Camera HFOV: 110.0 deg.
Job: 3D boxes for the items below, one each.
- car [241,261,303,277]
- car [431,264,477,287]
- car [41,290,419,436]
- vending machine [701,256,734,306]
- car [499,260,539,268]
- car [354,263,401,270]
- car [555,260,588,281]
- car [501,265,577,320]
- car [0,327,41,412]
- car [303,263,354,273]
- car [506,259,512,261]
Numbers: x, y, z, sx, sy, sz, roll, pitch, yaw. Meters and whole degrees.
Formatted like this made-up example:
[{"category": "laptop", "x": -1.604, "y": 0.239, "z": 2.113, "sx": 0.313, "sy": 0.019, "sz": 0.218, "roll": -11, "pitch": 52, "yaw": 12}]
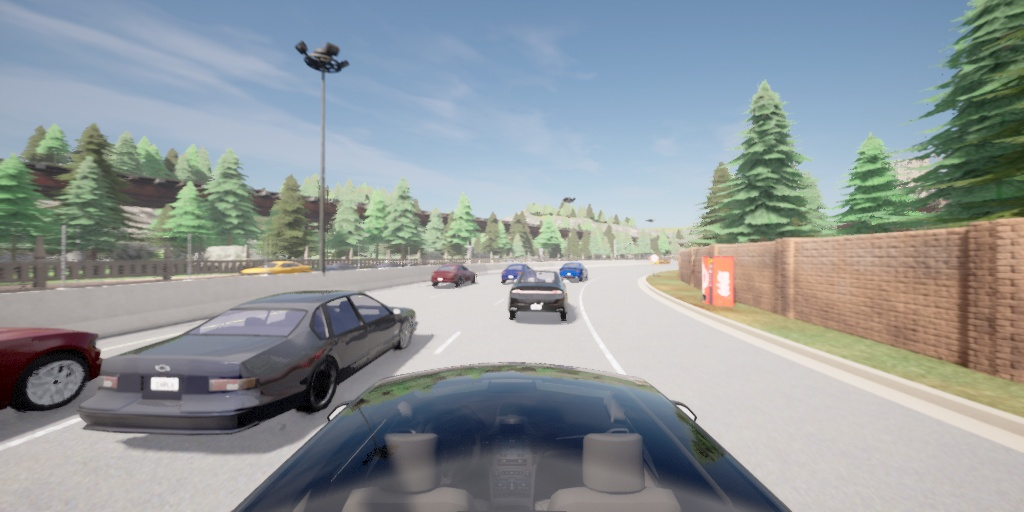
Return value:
[{"category": "car", "x": -17.738, "y": 1.157, "z": 27.170, "sx": 1.882, "sy": 1.535, "sz": 5.008, "roll": 0, "pitch": 0, "yaw": 15}, {"category": "car", "x": -3.874, "y": 1.271, "z": 24.275, "sx": 1.812, "sy": 1.442, "sz": 4.674, "roll": 0, "pitch": 0, "yaw": 13}, {"category": "car", "x": -3.221, "y": 1.284, "z": 5.974, "sx": 2.033, "sy": 1.411, "sz": 5.357, "roll": 0, "pitch": 0, "yaw": 3}, {"category": "vending machine", "x": 8.135, "y": 0.994, "z": 14.214, "sx": 1.100, "sy": 2.100, "sz": 0.880, "roll": 0, "pitch": 0, "yaw": 9}, {"category": "car", "x": 0.542, "y": 1.295, "z": 27.137, "sx": 1.812, "sy": 1.442, "sz": 4.674, "roll": 0, "pitch": 0, "yaw": 16}, {"category": "car", "x": -10.113, "y": 1.282, "z": 28.648, "sx": 1.994, "sy": 1.385, "sz": 4.181, "roll": 0, "pitch": 0, "yaw": 16}, {"category": "car", "x": 5.255, "y": 1.272, "z": 30.373, "sx": 1.882, "sy": 1.535, "sz": 5.008, "roll": 0, "pitch": 0, "yaw": 19}, {"category": "car", "x": 1.003, "y": 1.254, "z": 12.672, "sx": 2.128, "sy": 1.511, "sz": 4.902, "roll": 0, "pitch": 0, "yaw": 7}, {"category": "car", "x": -6.771, "y": 1.195, "z": 2.994, "sx": 1.882, "sy": 1.535, "sz": 5.008, "roll": 0, "pitch": 0, "yaw": 1}, {"category": "car", "x": -13.816, "y": 1.263, "z": 28.340, "sx": 1.994, "sy": 1.385, "sz": 4.181, "roll": 0, "pitch": 0, "yaw": 15}, {"category": "car", "x": -0.678, "y": 1.313, "z": 64.467, "sx": 1.812, "sy": 1.442, "sz": 4.674, "roll": 0, "pitch": 0, "yaw": 35}]
